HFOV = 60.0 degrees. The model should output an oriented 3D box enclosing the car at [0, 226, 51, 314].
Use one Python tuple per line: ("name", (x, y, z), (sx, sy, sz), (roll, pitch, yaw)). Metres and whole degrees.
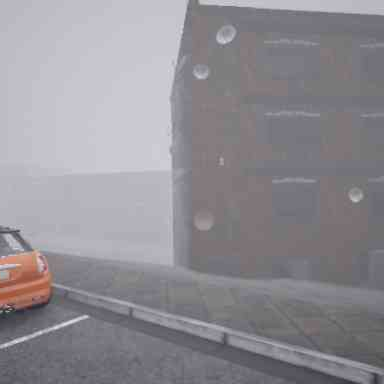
("car", (-4.926, 1.436, 6.763), (4.553, 1.767, 2.185), (-1, 0, 35))
